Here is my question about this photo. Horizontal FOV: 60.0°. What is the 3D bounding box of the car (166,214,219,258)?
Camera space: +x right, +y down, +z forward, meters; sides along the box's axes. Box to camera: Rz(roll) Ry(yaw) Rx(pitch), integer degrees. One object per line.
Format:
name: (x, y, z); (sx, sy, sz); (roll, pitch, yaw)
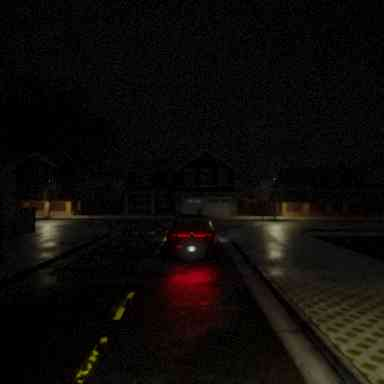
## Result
car: (0.039, 1.637, 13.376); (1.837, 1.490, 4.892); (0, 0, 1)
